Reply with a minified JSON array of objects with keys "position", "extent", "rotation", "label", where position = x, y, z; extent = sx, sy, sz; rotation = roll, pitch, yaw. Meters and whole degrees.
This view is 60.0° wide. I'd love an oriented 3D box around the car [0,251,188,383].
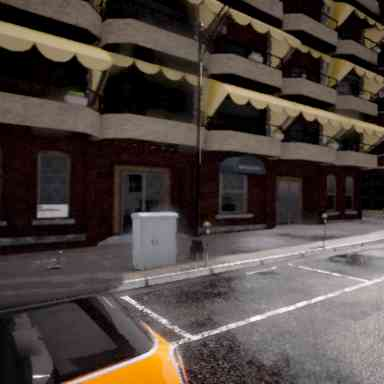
[{"position":[-2.207,1.352,1.803],"extent":[4.553,1.767,2.097],"rotation":[0,0,-36],"label":"car"}]
